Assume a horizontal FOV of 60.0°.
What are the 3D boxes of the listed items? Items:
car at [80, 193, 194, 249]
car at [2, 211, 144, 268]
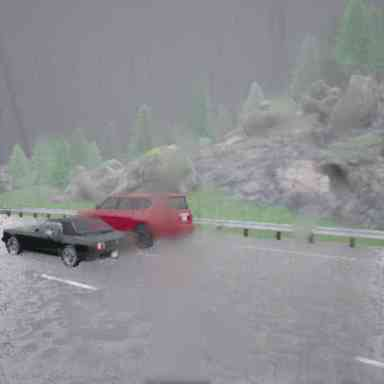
[{"bbox_3d":[-2.553,1.070,13.952,5.566,2.045,2.150,1,0,32],"label":"car"},{"bbox_3d":[-4.063,1.466,10.750,4.718,1.301,1.895,1,1,33],"label":"car"}]
